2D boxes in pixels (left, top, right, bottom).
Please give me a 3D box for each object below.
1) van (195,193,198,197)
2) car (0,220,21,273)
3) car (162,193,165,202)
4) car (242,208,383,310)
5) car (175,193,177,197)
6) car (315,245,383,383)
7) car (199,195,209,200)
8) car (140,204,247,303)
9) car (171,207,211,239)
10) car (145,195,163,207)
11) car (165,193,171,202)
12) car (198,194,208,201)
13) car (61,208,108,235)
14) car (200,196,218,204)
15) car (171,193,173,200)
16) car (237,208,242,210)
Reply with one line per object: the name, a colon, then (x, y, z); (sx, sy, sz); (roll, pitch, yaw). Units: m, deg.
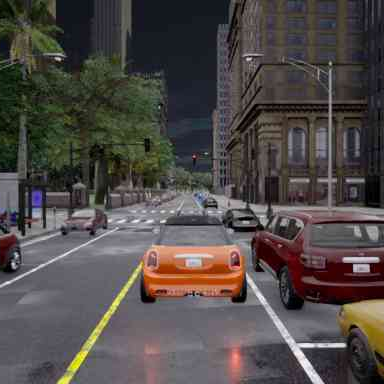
van: (2.320, 1.276, 82.985); (1.690, 1.788, 3.998); (0, 0, 0)
car: (-5.801, 1.438, 7.726); (1.967, 1.590, 4.097); (0, 0, 0)
car: (-6.060, 1.409, 55.857); (1.967, 1.590, 4.097); (0, 0, 0)
car: (2.723, 1.314, 7.756); (2.192, 1.841, 5.009); (0, 0, 0)
car: (-6.264, 1.232, 93.799); (2.192, 1.841, 5.009); (0, 0, 0)
car: (2.752, 1.525, 2.501); (1.752, 1.417, 4.829); (0, 0, 0)
car: (2.495, 1.540, 50.463); (1.947, 1.339, 4.313); (0, 0, 0)
car: (0.032, 1.351, 8.377); (2.097, 1.767, 4.553); (0, 0, 0)
car: (-0.032, 1.596, 18.196); (1.895, 1.301, 4.718); (0, 0, 0)
car: (-6.030, 1.525, 50.437); (2.008, 1.369, 4.403); (0, 0, 0)
car: (-6.147, 1.391, 72.118); (1.967, 1.590, 4.097); (0, 0, 0)
car: (2.465, 1.495, 56.054); (1.752, 1.417, 4.829); (0, 0, 0)
car: (-5.859, 1.577, 18.579); (1.802, 1.307, 4.206); (0, 0, 0)
car: (2.524, 1.544, 45.043); (1.947, 1.339, 4.313); (0, 0, 0)
car: (-6.177, 1.258, 77.539); (2.192, 1.841, 5.009); (0, 0, 0)
car: (2.666, 1.561, 18.607); (1.947, 1.339, 4.313); (0, 0, 0)
